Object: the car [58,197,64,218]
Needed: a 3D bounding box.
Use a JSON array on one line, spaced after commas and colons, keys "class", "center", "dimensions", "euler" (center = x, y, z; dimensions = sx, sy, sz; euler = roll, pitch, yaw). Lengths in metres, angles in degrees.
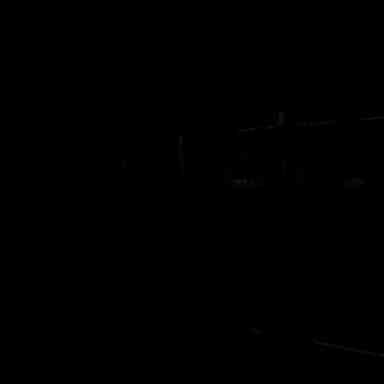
[{"class": "car", "center": [-11.057, 1.402, 32.737], "dimensions": [2.150, 2.045, 5.566], "euler": [0, 0, 5]}]
